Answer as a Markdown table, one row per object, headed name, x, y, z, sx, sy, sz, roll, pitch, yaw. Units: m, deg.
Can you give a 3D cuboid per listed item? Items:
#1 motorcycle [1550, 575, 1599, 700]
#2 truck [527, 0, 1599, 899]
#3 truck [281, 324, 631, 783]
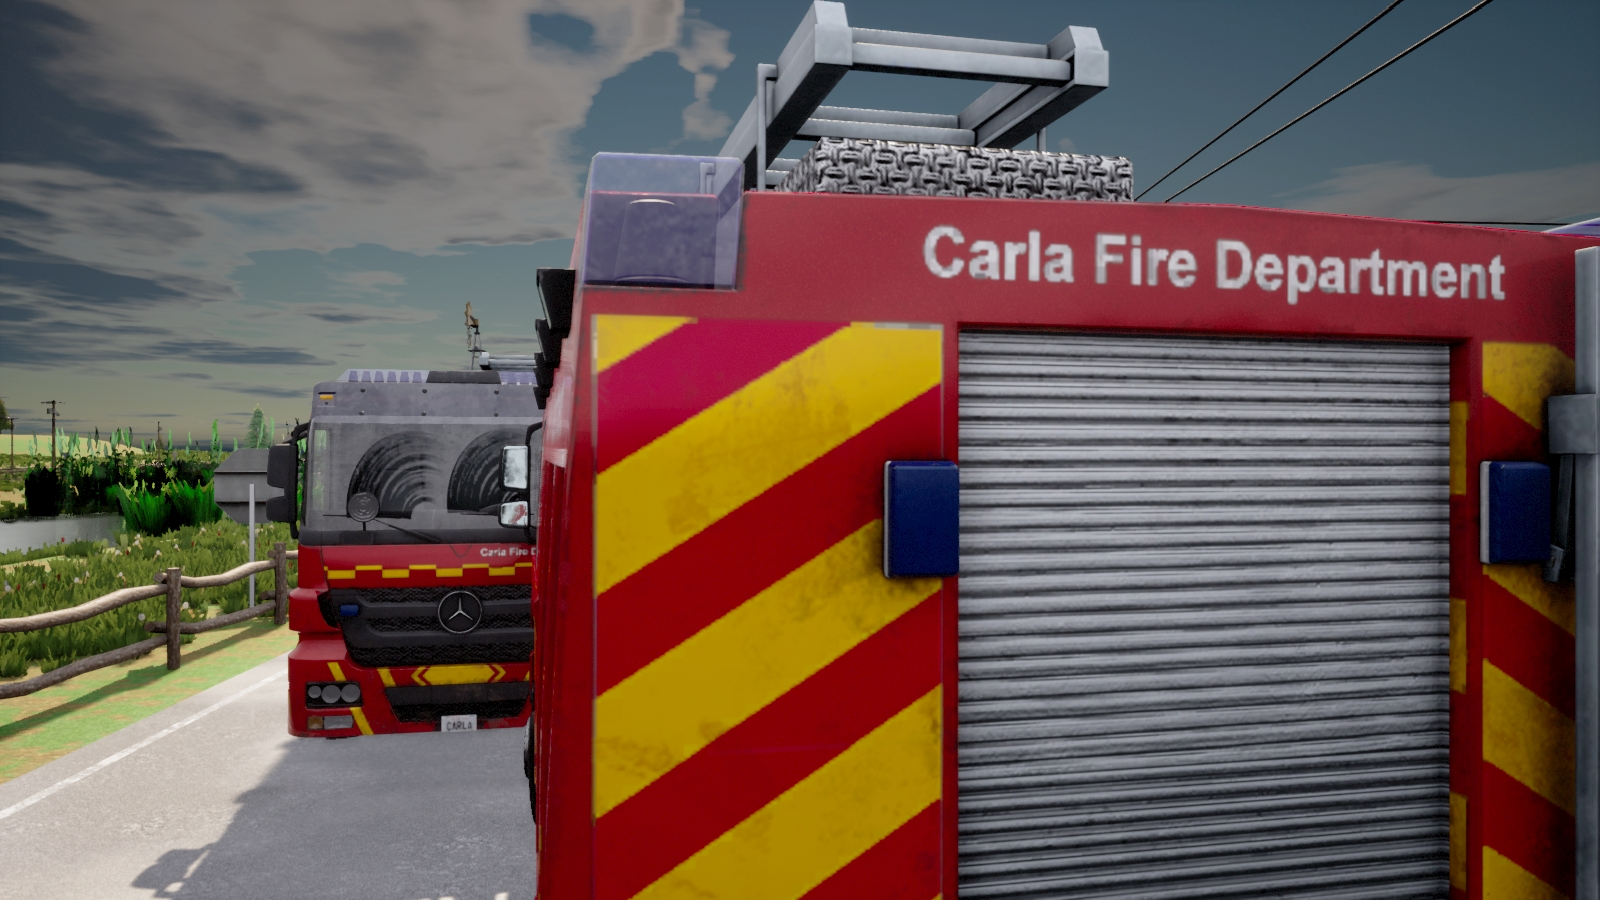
| name | x | y | z | sx | sy | sz | roll | pitch | yaw |
| --- | --- | --- | --- | --- | --- | --- | --- | --- | --- |
| motorcycle | 9.817 | 2.142 | 13.186 | 1.805 | 1.316 | 0.856 | 0 | 0 | -7 |
| truck | -0.141 | 0.866 | 6.873 | 2.891 | 3.827 | 8.468 | 0 | 0 | -13 |
| truck | -3.884 | 0.862 | 13.978 | 2.891 | 3.827 | 8.468 | 0 | 0 | -13 |
